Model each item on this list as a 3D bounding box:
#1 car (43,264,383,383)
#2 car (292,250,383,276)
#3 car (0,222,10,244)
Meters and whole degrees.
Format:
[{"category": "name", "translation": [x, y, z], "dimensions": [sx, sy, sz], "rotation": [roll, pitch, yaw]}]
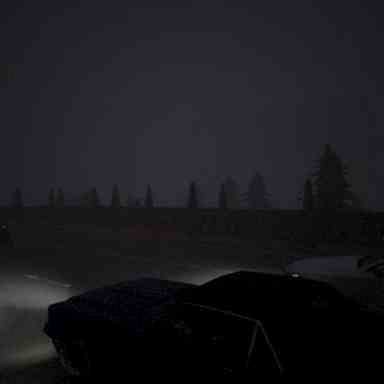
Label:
[{"category": "car", "translation": [0.397, 1.618, 3.717], "dimensions": [4.718, 1.301, 1.895], "rotation": [-1, 0, 36]}, {"category": "car", "translation": [3.882, 1.524, 5.508], "dimensions": [4.674, 1.442, 1.812], "rotation": [-1, 0, 35]}, {"category": "car", "translation": [-10.458, 1.737, 15.742], "dimensions": [4.181, 1.385, 1.994], "rotation": [-1, 0, 35]}]
